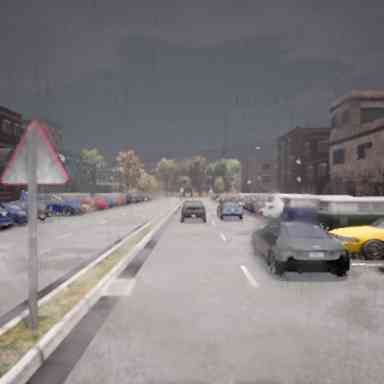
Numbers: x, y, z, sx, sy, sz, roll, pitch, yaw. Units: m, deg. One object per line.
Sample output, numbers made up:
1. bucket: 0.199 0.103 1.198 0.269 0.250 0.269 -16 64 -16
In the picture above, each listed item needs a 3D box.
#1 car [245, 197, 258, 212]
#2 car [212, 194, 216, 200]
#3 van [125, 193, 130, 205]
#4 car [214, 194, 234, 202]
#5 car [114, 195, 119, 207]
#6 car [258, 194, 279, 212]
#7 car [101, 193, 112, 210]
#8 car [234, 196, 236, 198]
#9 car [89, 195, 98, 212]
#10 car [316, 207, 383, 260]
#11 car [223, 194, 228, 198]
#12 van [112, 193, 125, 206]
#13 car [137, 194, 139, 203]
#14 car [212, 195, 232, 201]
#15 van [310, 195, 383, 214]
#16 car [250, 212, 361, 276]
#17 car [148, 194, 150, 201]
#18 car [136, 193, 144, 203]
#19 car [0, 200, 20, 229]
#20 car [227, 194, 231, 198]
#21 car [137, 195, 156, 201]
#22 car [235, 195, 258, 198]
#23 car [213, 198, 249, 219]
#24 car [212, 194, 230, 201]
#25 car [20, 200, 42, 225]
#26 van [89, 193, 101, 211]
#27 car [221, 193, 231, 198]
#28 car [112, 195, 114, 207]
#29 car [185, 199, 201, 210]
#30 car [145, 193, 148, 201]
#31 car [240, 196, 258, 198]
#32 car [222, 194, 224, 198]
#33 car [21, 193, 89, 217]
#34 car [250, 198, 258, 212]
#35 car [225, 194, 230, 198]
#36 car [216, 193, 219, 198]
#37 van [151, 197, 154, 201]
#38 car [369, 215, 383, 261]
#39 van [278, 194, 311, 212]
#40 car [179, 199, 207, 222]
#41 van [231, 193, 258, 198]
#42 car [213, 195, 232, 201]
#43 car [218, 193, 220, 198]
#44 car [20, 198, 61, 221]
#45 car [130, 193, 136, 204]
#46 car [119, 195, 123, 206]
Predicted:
1. car: 7.683 1.436 30.866 4.792 1.488 2.163 0 0 0
2. car: 7.699 1.261 72.225 5.566 2.045 2.435 0 0 0
3. van: -12.403 1.196 51.833 4.442 1.987 1.878 0 0 0
4. car: 7.643 1.421 80.500 4.553 1.767 2.185 0 0 0
5. car: -12.500 1.430 43.496 4.792 1.488 2.163 0 0 0
6. car: 7.679 1.163 22.596 5.566 2.045 2.435 0 0 0
7. car: -12.508 1.140 37.938 5.566 2.045 2.435 0 0 0
8. car: 7.654 1.448 39.138 4.674 1.452 2.002 0 0 0
9. car: -12.358 1.385 32.381 5.366 1.575 1.946 0 0 0
10. car: 7.460 1.436 11.567 5.366 1.575 1.946 0 0 0
11. car: 7.656 1.428 50.166 4.892 1.521 2.231 0 0 0
12. van: -12.640 1.189 49.056 4.442 1.987 1.878 0 0 0
13. car: -12.507 1.495 60.106 4.674 1.452 2.002 0 0 0
14. car: 7.682 1.559 86.013 5.008 1.535 2.097 0 0 0
15. van: 7.764 1.205 14.325 4.442 1.987 1.878 0 0 0
16. car: 3.106 1.527 10.292 1.994 1.385 4.181 0 0 0
17. car: -12.488 1.525 73.942 5.008 1.535 2.097 0 0 0
18. car: -12.478 1.216 62.826 5.566 2.045 2.435 0 0 0
19. car: -12.529 1.272 18.486 4.553 1.767 2.185 0 0 0
20. car: 7.653 1.416 44.653 4.892 1.521 2.231 0 0 0
21. car: -12.444 1.596 90.625 4.792 1.488 2.163 0 0 0
22. car: 7.841 1.404 36.380 5.366 1.575 1.946 0 0 0
23. car: 3.112 1.475 27.965 2.033 1.411 5.357 0 0 0
24. car: 7.647 1.436 88.776 4.553 1.767 2.185 0 0 0
25. car: -12.554 1.433 21.266 4.674 1.452 2.002 0 0 0
26. van: -12.423 1.164 35.160 4.442 1.987 1.878 0 0 0
27. car: 7.633 1.317 55.680 4.553 1.767 2.185 0 0 0
28. car: -12.527 1.397 40.718 4.892 1.521 2.231 0 0 0
29. car: 0.119 1.532 41.715 1.895 1.301 4.718 0 0 0
30. car: -12.529 1.245 68.510 5.566 2.045 2.435 0 0 0
31. car: 7.648 1.407 33.624 4.892 1.521 2.231 0 0 0
32. car: 7.657 1.435 52.923 4.892 1.521 2.231 0 0 0
33. car: -12.518 1.135 29.603 5.566 2.045 2.435 0 0 0
34. car: 7.655 1.448 28.110 4.674 1.452 2.002 0 0 0
35. car: 7.654 1.422 47.409 4.892 1.521 2.231 0 0 0
36. car: 7.673 1.474 63.951 5.008 1.535 2.097 0 0 0
37. van: -12.367 1.338 82.282 4.442 1.987 1.878 0 0 0
38. car: 7.642 1.488 8.809 4.674 1.452 2.002 0 0 0
39. van: 7.766 1.193 19.837 4.442 1.987 1.878 0 0 0
40. car: 0.112 1.434 25.788 1.837 1.490 4.892 0 0 0
41. van: 7.541 1.186 41.772 4.442 1.987 1.878 0 0 0
42. car: 7.673 1.593 83.257 4.674 1.452 2.002 0 0 0
43. car: 7.698 1.337 61.195 4.553 1.767 2.185 0 0 0
44. car: -12.547 1.391 24.045 4.892 1.521 2.231 0 0 0
45. car: -12.545 1.181 54.614 5.566 2.045 2.435 0 0 0
46. car: -12.524 1.447 46.151 4.674 1.452 2.002 0 0 0
